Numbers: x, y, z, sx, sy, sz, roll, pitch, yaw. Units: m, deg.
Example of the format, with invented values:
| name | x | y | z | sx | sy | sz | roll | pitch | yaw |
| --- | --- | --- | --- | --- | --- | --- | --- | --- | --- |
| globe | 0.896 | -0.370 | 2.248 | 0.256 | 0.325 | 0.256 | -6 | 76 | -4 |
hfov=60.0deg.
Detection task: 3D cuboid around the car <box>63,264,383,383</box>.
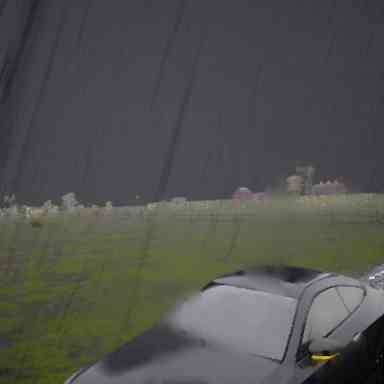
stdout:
| name | x | y | z | sx | sy | sz | roll | pitch | yaw |
| --- | --- | --- | --- | --- | --- | --- | --- | --- | --- |
| car | 0.845 | 1.650 | 3.727 | 4.674 | 1.442 | 1.812 | 0 | -3 | -45 |
